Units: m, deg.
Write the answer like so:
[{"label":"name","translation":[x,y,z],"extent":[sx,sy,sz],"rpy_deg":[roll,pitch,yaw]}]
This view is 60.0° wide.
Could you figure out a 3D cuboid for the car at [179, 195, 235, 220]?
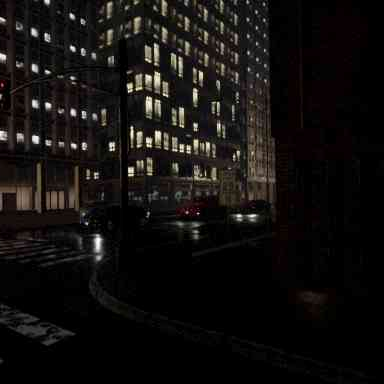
[{"label":"car","translation":[1.205,1.307,29.149],"extent":[2.150,2.045,5.566],"rpy_deg":[-1,-1,36]}]

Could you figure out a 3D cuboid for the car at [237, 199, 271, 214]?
[{"label":"car","translation":[7.209,1.584,37.512],"extent":[1.882,1.535,5.008],"rpy_deg":[-1,-1,36]}]

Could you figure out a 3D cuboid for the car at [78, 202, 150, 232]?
[{"label":"car","translation":[-4.683,1.571,20.958],"extent":[1.837,1.490,4.892],"rpy_deg":[-1,-1,33]}]

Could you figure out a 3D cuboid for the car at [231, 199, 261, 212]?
[{"label":"car","translation":[6.798,1.689,41.405],"extent":[1.752,1.417,4.829],"rpy_deg":[-2,-1,36]}]

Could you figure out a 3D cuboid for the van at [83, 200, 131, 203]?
[{"label":"van","translation":[-6.030,1.460,23.491],"extent":[1.690,1.788,3.998],"rpy_deg":[-2,-1,36]}]
